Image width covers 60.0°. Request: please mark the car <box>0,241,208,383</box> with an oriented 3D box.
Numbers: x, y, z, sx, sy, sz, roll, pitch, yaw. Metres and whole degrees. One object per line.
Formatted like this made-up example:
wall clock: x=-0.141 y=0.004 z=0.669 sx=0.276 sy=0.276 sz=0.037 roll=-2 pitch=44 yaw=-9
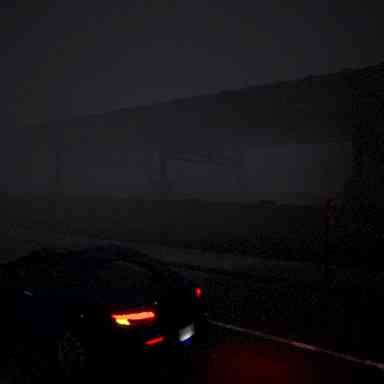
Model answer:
car: x=-1.937 y=1.549 z=5.372 sx=4.674 sy=1.442 sz=1.812 roll=-1 pitch=0 yaw=36
